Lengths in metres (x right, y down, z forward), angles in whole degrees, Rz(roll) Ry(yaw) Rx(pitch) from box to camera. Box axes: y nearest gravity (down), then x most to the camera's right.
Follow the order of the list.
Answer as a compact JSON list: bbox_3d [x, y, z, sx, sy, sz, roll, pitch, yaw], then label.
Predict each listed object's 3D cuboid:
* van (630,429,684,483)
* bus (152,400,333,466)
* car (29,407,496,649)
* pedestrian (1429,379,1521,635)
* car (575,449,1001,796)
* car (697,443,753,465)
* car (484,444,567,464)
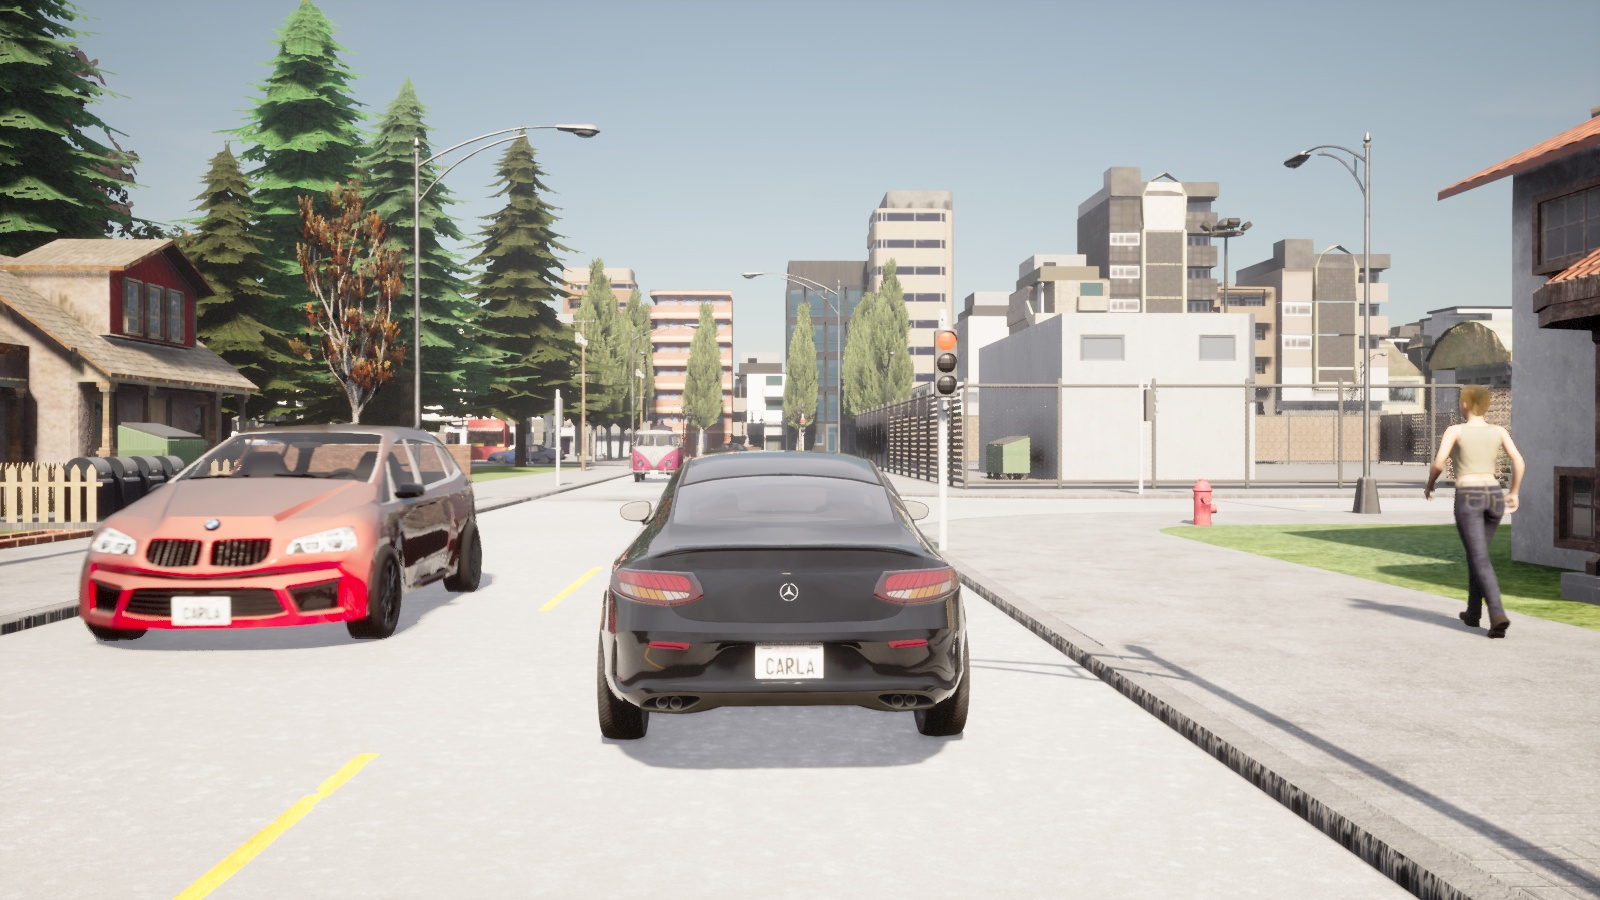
[{"bbox_3d":[-5.520,0.219,49.002,1.775,1.987,4.442,0,0,-2],"label":"van"},{"bbox_3d":[-36.825,-1.130,83.327,10.273,4.253,3.944,0,0,-2],"label":"bus"},{"bbox_3d":[-4.265,0.525,10.979,2.242,1.667,4.611,0,0,-2],"label":"car"},{"bbox_3d":[5.001,0.408,9.323,0.345,1.836,0.594,0,0,-2],"label":"pedestrian"},{"bbox_3d":[-0.142,0.729,7.674,1.812,1.442,4.674,0,0,-2],"label":"car"},{"bbox_3d":[-5.164,0.269,86.204,1.816,1.474,4.193,0,0,-36],"label":"car"},{"bbox_3d":[-19.191,0.282,87.939,5.357,1.411,2.033,0,0,-2],"label":"car"}]
